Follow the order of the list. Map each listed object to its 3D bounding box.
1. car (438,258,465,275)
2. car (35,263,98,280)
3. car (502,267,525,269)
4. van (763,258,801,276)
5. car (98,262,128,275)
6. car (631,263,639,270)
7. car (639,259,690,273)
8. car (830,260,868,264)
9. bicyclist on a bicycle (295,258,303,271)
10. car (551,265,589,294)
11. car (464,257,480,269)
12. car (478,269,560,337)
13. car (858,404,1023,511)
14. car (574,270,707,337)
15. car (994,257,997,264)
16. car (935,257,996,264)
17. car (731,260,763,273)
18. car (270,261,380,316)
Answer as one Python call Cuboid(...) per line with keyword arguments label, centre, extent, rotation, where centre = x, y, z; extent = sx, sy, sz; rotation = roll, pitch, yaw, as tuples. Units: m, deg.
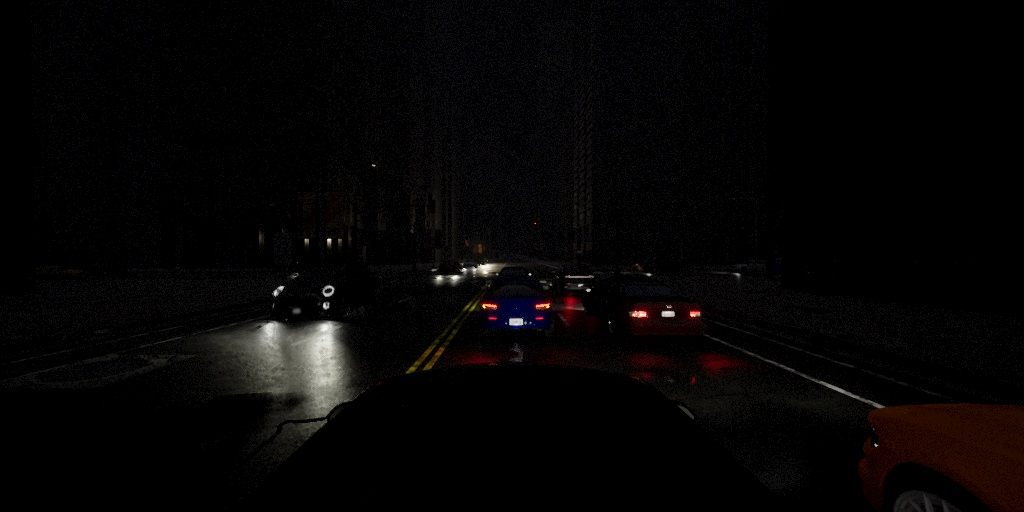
Cuboid(label="car", centre=(-6.604, 1.201, 38.330), extent=(1.882, 1.535, 5.008), rotation=(0, 0, 0))
Cuboid(label="car", centre=(-40.840, 1.451, 32.173), extent=(4.829, 1.417, 1.751), rotation=(0, 0, 0))
Cuboid(label="car", centre=(0.088, 1.286, 19.706), extent=(2.033, 1.411, 5.357), rotation=(0, 0, 0))
Cuboid(label="van", centre=(27.511, 1.086, 35.260), extent=(3.998, 1.789, 1.690), rotation=(0, 0, 0))
Cuboid(label="car", centre=(-46.436, 1.364, 40.692), extent=(4.507, 1.381, 1.888), rotation=(0, 0, 0))
Cuboid(label="car", centre=(16.673, 1.071, 43.843), extent=(4.097, 1.591, 1.967), rotation=(0, 0, 0))
Cuboid(label="car", centre=(17.703, 1.148, 41.164), extent=(5.008, 1.535, 1.882), rotation=(0, 1, 0))
Cuboid(label="car", centre=(32.952, 1.321, 35.230), extent=(4.207, 1.307, 1.802), rotation=(0, 0, 0))
Cuboid(label="bicyclist on a bicycle", centre=(-25.897, 1.003, 43.563), extent=(0.582, 1.620, 1.656), rotation=(0, 1, 0))
Cuboid(label="car", centre=(3.340, 1.230, 19.979), extent=(2.128, 1.511, 4.902), rotation=(0, 0, 0))
Cuboid(label="car", centre=(-6.599, 1.238, 57.286), extent=(1.812, 1.442, 4.674), rotation=(0, 0, 0))
Cuboid(label="car", centre=(0.089, 1.272, 10.132), extent=(1.812, 1.442, 4.674), rotation=(0, 0, 0))
Cuboid(label="car", centre=(3.349, 1.228, 0.407), extent=(1.882, 1.535, 5.008), rotation=(0, 0, 0))
Cuboid(label="car", centre=(3.347, 1.294, 10.232), extent=(2.033, 1.411, 5.357), rotation=(0, 0, 0))
Cuboid(label="car", centre=(49.273, 1.046, 35.143), extent=(5.009, 1.841, 2.192), rotation=(0, 0, 0))
Cuboid(label="car", centre=(43.831, 1.169, 35.172), extent=(4.097, 1.591, 1.967), rotation=(0, 0, 0))
Cuboid(label="car", centre=(27.643, 1.184, 41.095), extent=(4.674, 1.442, 1.812), rotation=(0, 1, 0))
Cuboid(label="car", centre=(-6.602, 1.096, 13.232), extent=(2.097, 1.767, 4.553), rotation=(0, 0, 0))
